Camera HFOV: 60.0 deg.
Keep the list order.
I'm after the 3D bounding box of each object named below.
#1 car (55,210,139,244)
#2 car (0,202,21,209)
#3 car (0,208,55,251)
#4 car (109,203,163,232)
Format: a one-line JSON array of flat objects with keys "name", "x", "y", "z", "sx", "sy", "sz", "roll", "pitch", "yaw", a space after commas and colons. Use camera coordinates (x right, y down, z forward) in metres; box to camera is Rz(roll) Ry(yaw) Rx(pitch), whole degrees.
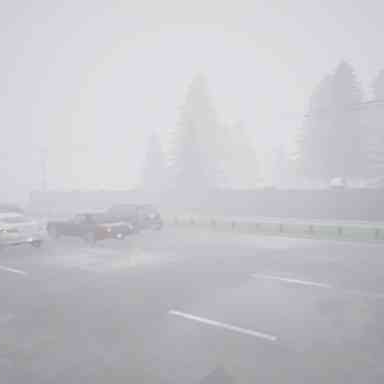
[{"name": "car", "x": -5.037, "y": 1.669, "z": 16.140, "sx": 4.718, "sy": 1.301, "sz": 1.895, "roll": 0, "pitch": 0, "yaw": 36}, {"name": "car", "x": -16.449, "y": 1.658, "z": 28.591, "sx": 4.892, "sy": 1.490, "sz": 1.837, "roll": 0, "pitch": 0, "yaw": 36}, {"name": "car", "x": -8.059, "y": 1.600, "z": 14.006, "sx": 4.674, "sy": 1.442, "sz": 1.812, "roll": -1, "pitch": 0, "yaw": 35}, {"name": "car", "x": -3.919, "y": 1.424, "z": 19.651, "sx": 4.553, "sy": 1.767, "sz": 2.097, "roll": 0, "pitch": 0, "yaw": 36}]
